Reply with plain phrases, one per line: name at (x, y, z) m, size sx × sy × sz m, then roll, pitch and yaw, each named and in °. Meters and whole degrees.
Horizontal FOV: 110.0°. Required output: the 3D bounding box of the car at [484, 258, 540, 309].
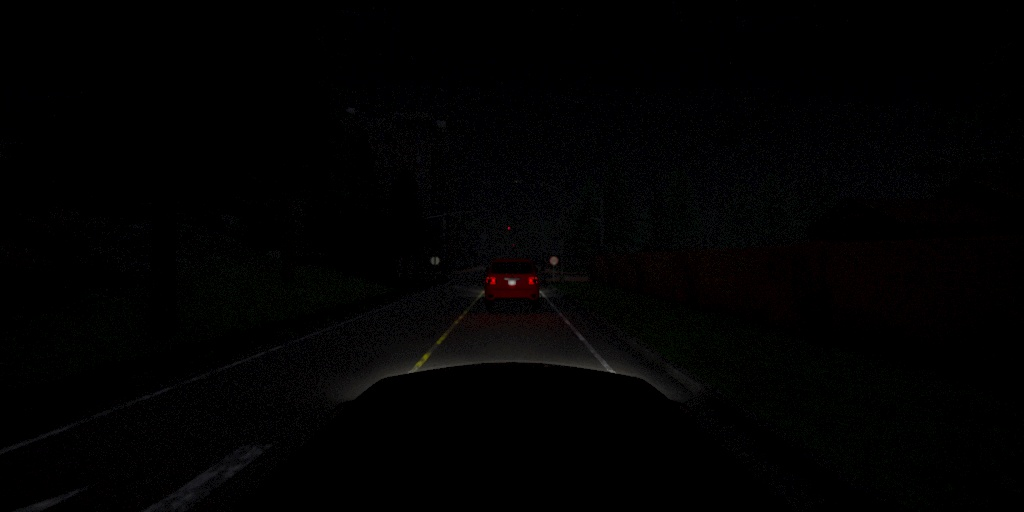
car at (0.004, 1.099, 15.870) m, size 2.150 × 2.045 × 5.566 m, roll 0°, pitch 0°, yaw 0°
